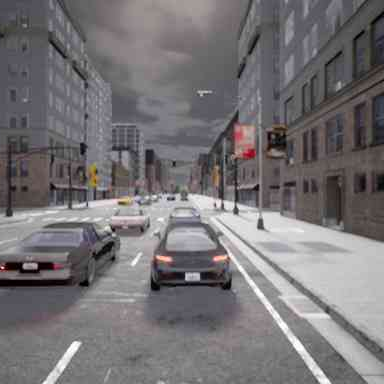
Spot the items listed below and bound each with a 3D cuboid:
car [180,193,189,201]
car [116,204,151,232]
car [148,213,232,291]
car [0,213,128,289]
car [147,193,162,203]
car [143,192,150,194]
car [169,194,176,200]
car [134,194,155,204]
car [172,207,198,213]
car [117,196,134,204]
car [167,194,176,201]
[{"bbox_3d":[-1.867,1.590,81.291,1.895,1.301,4.718,0,0,-1],"label":"car"},{"bbox_3d":[-3.581,1.599,19.920,1.895,1.301,4.718,0,0,-1],"label":"car"},{"bbox_3d":[-0.072,1.524,8.928,1.812,1.442,4.674,0,0,-2],"label":"car"},{"bbox_3d":[-3.329,1.546,9.225,2.033,1.411,5.357,0,0,-1],"label":"car"},{"bbox_3d":[-8.104,1.527,69.950,2.128,1.511,4.902,0,0,-1],"label":"car"},{"bbox_3d":[-11.711,0.971,85.182,2.150,2.045,5.566,0,0,-1],"label":"car"},{"bbox_3d":[-5.350,1.363,91.185,1.837,1.490,4.892,0,0,-1],"label":"car"},{"bbox_3d":[-7.840,1.494,55.074,2.128,1.511,4.902,0,0,-1],"label":"car"},{"bbox_3d":[-0.397,1.546,18.514,2.033,1.411,5.357,0,0,-1],"label":"car"},{"bbox_3d":[-11.084,1.481,54.878,1.882,1.535,5.008,0,0,-1],"label":"car"},{"bbox_3d":[-5.106,1.472,80.768,1.882,1.535,5.008,0,0,-1],"label":"car"}]
